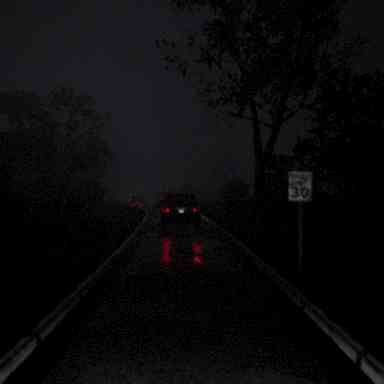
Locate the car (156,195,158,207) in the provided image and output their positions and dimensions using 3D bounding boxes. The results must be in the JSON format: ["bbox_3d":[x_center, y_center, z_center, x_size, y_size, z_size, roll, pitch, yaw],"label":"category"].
[{"bbox_3d":[-3.179,0.902,40.778,2.150,2.045,5.566,0,0,-9],"label":"car"}]

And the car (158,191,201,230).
[{"bbox_3d":[-0.756,1.065,19.794,2.150,2.045,5.566,0,0,-4],"label":"car"}]

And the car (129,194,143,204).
[{"bbox_3d":[-8.896,1.070,53.286,2.128,1.511,4.902,0,0,-13],"label":"car"}]

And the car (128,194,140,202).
[{"bbox_3d":[-10.522,1.121,60.537,1.895,1.301,4.718,0,0,-13],"label":"car"}]
